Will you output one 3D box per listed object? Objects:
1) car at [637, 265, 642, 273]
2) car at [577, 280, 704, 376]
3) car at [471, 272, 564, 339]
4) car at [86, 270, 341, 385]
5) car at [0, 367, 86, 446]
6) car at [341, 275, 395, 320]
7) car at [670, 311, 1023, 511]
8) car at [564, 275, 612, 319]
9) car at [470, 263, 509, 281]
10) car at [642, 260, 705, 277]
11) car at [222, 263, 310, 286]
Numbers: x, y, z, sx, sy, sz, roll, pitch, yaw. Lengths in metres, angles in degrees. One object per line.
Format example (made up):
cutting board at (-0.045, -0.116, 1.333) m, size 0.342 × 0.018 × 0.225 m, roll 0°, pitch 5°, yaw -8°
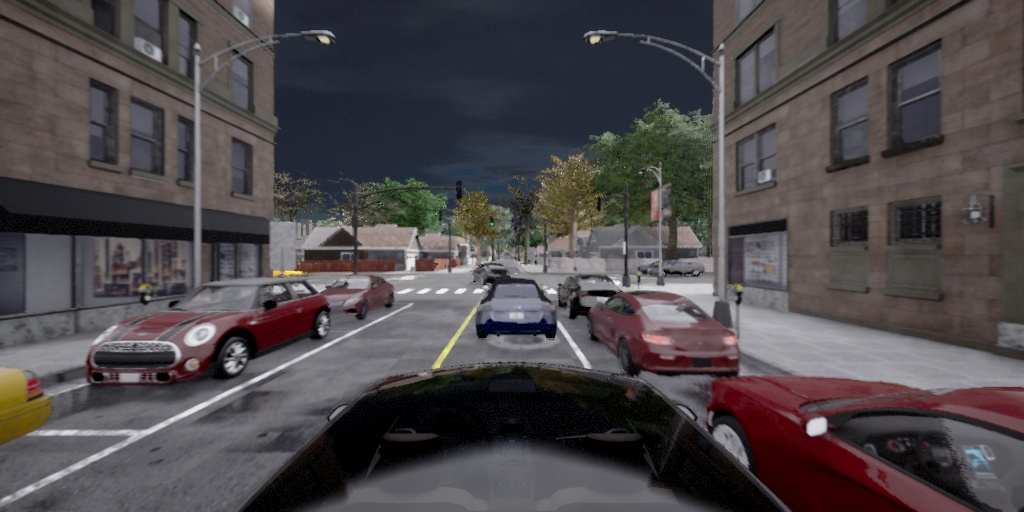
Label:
car at (14.915, 1.134, 35.547) m, size 4.892 × 1.490 × 1.837 m, roll 0°, pitch 0°, yaw 0°
car at (2.637, 1.328, 7.050) m, size 1.802 × 1.307 × 4.207 m, roll 0°, pitch 0°, yaw 0°
car at (0.099, 1.308, 10.045) m, size 1.994 × 1.385 × 4.181 m, roll 0°, pitch 0°, yaw 0°
car at (-5.389, 1.186, 7.046) m, size 1.967 × 1.591 × 4.097 m, roll 0°, pitch 0°, yaw 0°
car at (-5.387, 1.276, 1.357) m, size 1.751 × 1.417 × 4.829 m, roll 0°, pitch 0°, yaw 0°
car at (-5.390, 1.325, 12.565) m, size 1.802 × 1.307 × 4.207 m, roll 0°, pitch 0°, yaw 0°
car at (2.638, 1.295, 1.532) m, size 1.888 × 1.381 × 4.507 m, roll 0°, pitch 0°, yaw 0°
car at (2.636, 1.308, 12.568) m, size 1.948 × 1.339 × 4.313 m, roll 0°, pitch 0°, yaw 0°
car at (-1.590, 1.242, 25.259) m, size 1.837 × 1.490 × 4.892 m, roll 1°, pitch 0°, yaw -19°
car at (14.737, 1.125, 32.289) m, size 4.902 × 1.511 × 2.128 m, roll 0°, pitch 0°, yaw 0°
car at (-17.468, 1.309, 25.602) m, size 5.008 × 1.535 × 1.882 m, roll 0°, pitch 0°, yaw 0°
